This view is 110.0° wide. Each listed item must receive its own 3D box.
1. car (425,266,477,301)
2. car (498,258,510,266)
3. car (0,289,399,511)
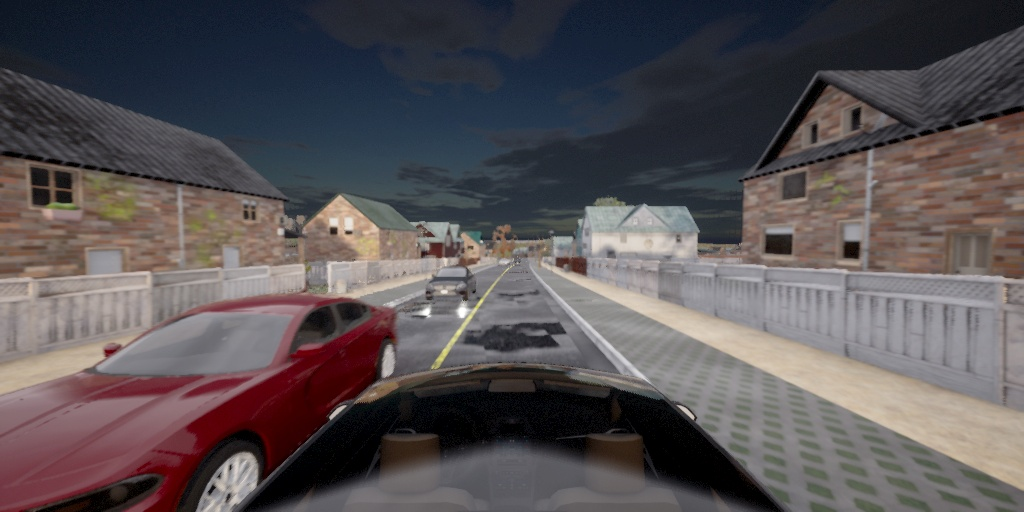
[{"bbox_3d":[-2.750,1.202,17.083,1.812,1.442,4.674,0,0,1],"label":"car"},{"bbox_3d":[-1.424,1.133,65.161,1.812,1.442,4.674,0,0,3],"label":"car"},{"bbox_3d":[-2.835,1.214,4.058,1.882,1.535,5.008,0,0,0],"label":"car"}]
